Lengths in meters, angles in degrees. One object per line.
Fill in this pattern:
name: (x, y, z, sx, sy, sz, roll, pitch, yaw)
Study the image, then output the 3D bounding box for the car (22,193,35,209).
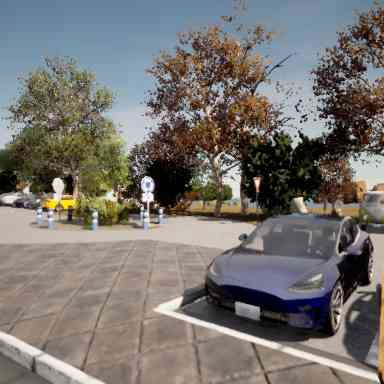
car: (-14.508, 0.840, 34.378, 2.185, 1.767, 4.553, 2, 1, 36)

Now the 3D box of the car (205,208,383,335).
car: (2.152, 1.182, 6.369, 2.163, 1.488, 4.792, 2, 1, 36)

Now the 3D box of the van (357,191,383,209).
van: (9.726, 0.921, 16.913, 1.878, 1.987, 4.442, 2, 2, 36)

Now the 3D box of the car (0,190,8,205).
car: (-18.913, 0.831, 37.534, 2.002, 1.452, 4.674, 2, 1, 36)

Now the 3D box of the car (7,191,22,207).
car: (-16.688, 0.910, 35.886, 2.163, 1.488, 4.792, 2, 1, 36)

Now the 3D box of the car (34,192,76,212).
car: (-12.291, 1.055, 32.724, 2.097, 1.535, 5.008, 2, 1, 36)
